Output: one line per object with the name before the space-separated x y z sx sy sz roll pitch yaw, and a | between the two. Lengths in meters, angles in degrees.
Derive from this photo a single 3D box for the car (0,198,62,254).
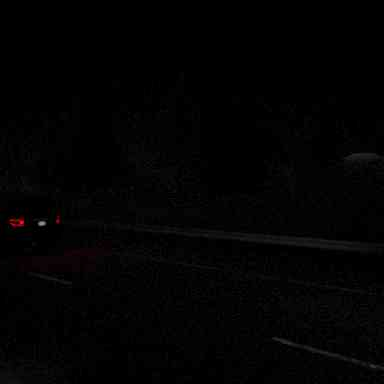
car | -7.781 1.276 14.042 5.566 2.045 2.150 0 0 36
